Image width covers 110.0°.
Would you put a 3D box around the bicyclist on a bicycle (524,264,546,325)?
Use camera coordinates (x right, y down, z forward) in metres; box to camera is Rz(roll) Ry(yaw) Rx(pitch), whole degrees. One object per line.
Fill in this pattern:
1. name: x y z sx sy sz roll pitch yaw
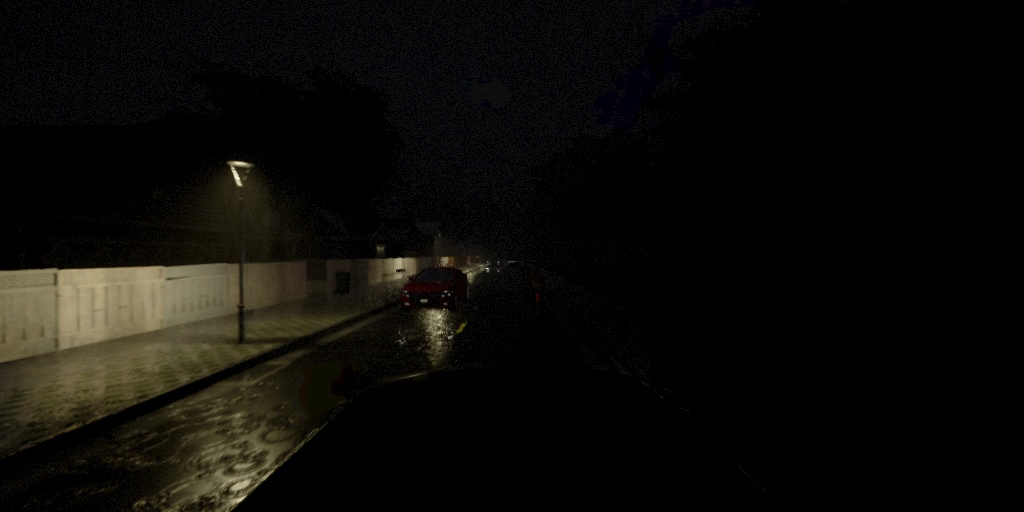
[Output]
1. bicyclist on a bicycle: 0.755 1.163 10.740 0.582 1.620 1.656 0 0 0

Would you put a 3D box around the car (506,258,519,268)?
1. car: 0.096 1.040 54.654 2.128 1.511 4.902 0 0 0

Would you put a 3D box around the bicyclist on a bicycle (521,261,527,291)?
1. bicyclist on a bicycle: 0.755 1.128 19.741 0.582 1.620 1.656 0 0 0

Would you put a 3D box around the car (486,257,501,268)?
1. car: -2.818 0.898 55.427 2.097 1.767 4.553 0 0 0

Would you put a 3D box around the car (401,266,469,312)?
1. car: -2.850 1.175 14.114 1.882 1.535 5.008 0 0 0
